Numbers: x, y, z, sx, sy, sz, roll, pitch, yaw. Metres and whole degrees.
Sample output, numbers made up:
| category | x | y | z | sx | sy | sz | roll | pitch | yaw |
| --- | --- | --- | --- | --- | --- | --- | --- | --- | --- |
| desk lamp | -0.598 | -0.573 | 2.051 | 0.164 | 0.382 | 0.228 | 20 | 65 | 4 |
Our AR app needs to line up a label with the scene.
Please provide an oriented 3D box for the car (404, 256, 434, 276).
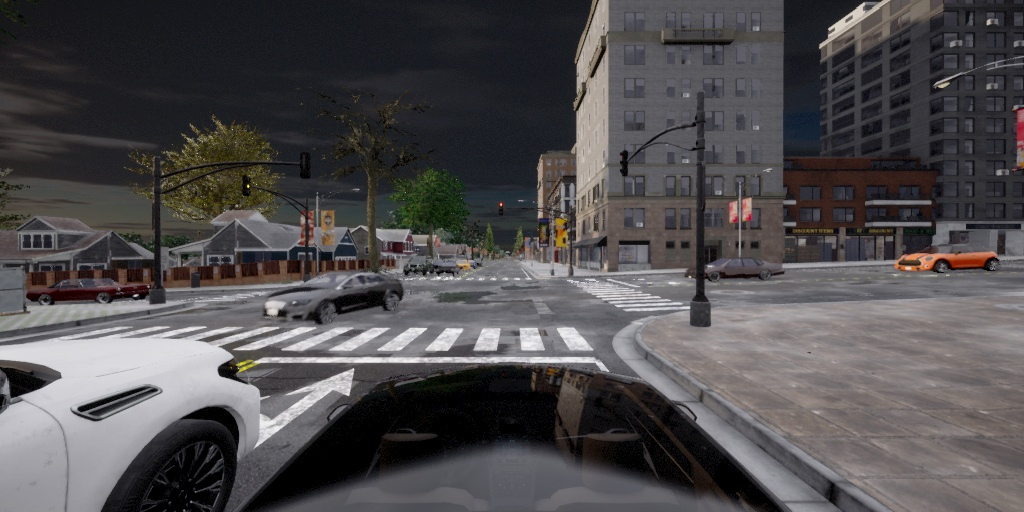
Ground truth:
| category | x | y | z | sx | sy | sz | roll | pitch | yaw |
| --- | --- | --- | --- | --- | --- | --- | --- | --- | --- |
| car | -9.880 | 0.991 | 38.593 | 2.150 | 2.045 | 5.566 | 0 | 0 | 0 |

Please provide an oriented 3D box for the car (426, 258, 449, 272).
| category | x | y | z | sx | sy | sz | roll | pitch | yaw |
| --- | --- | --- | --- | --- | --- | --- | --- | --- | --- |
| car | -9.890 | 1.137 | 48.065 | 2.097 | 1.767 | 4.553 | 0 | 0 | 0 |

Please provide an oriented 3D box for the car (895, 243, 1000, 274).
| category | x | y | z | sx | sy | sz | roll | pitch | yaw |
| --- | --- | --- | --- | --- | --- | --- | --- | --- | --- |
| car | 26.472 | 0.107 | 21.936 | 4.553 | 1.767 | 2.097 | -2 | 0 | 0 |

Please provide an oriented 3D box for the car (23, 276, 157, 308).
| category | x | y | z | sx | sy | sz | roll | pitch | yaw |
| --- | --- | --- | --- | --- | --- | --- | --- | --- | --- |
| car | -21.640 | 1.807 | 18.534 | 4.718 | 1.301 | 1.895 | -2 | 0 | 0 |

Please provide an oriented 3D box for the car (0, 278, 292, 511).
| category | x | y | z | sx | sy | sz | roll | pitch | yaw |
| --- | --- | --- | --- | --- | --- | --- | --- | --- | --- |
| car | -3.145 | 0.972 | 0.558 | 2.150 | 2.045 | 5.566 | 0 | 0 | 0 |

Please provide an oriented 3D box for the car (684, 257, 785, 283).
| category | x | y | z | sx | sy | sz | roll | pitch | yaw |
| --- | --- | --- | --- | --- | --- | --- | --- | --- | --- |
| car | 13.505 | 0.793 | 21.894 | 5.357 | 1.411 | 2.033 | -2 | 0 | 0 |

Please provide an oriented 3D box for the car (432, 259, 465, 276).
| category | x | y | z | sx | sy | sz | roll | pitch | yaw |
| --- | --- | --- | --- | --- | --- | --- | --- | --- | --- |
| car | -6.633 | 1.316 | 37.900 | 2.033 | 1.411 | 5.357 | 0 | 0 | 0 |

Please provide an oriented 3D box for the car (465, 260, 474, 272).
| category | x | y | z | sx | sy | sz | roll | pitch | yaw |
| --- | --- | --- | --- | --- | --- | --- | --- | --- | --- |
| car | -6.642 | 1.261 | 47.692 | 1.882 | 1.535 | 5.008 | 0 | 0 | 0 |

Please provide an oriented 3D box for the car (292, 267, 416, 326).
| category | x | y | z | sx | sy | sz | roll | pitch | yaw |
| --- | --- | --- | --- | --- | --- | --- | --- | --- | --- |
| car | -5.677 | 1.272 | 12.051 | 2.128 | 1.511 | 4.902 | 0 | 0 | 20 |

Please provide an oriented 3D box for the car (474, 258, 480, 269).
| category | x | y | z | sx | sy | sz | roll | pitch | yaw |
| --- | --- | --- | --- | --- | --- | --- | --- | --- | --- |
| car | -6.646 | 1.333 | 57.029 | 1.812 | 1.442 | 4.674 | 0 | 0 | 0 |
